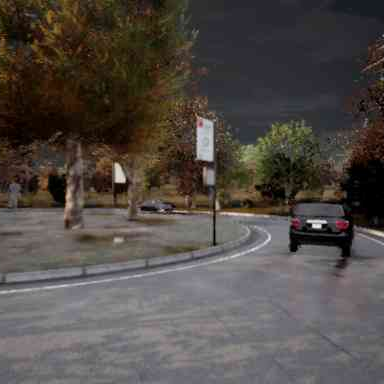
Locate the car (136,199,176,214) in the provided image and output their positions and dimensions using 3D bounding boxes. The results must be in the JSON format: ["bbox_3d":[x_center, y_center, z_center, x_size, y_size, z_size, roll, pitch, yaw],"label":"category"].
[{"bbox_3d":[-4.099,1.530,35.872,4.902,1.511,2.128,0,0,22],"label":"car"}]

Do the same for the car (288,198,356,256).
[{"bbox_3d":[5.514,1.288,13.929,2.150,2.045,5.566,1,0,26],"label":"car"}]
